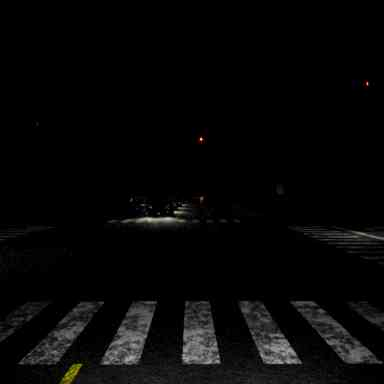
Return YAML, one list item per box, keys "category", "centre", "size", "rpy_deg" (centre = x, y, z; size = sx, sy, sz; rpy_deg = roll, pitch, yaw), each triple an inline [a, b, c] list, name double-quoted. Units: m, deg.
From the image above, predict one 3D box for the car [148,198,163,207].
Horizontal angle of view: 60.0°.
- category: "car"
  centre: [-5.518, 1.585, 50.416]
  size: [1.802, 1.307, 4.206]
  rpy_deg: [0, 0, 0]

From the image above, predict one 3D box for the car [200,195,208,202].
- category: "car"
  centre: [2.890, 1.453, 79.541]
  size: [1.801, 1.575, 5.366]
  rpy_deg: [0, 0, 0]

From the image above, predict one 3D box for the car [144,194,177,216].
- category: "car"
  centre: [-2.925, 1.354, 32.108]
  size: [2.097, 1.767, 4.553]
  rpy_deg: [0, 0, 2]

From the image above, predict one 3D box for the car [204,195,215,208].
- category: "car"
  centre: [2.969, 1.443, 44.693]
  size: [1.967, 1.590, 4.097]
  rpy_deg: [0, 0, 0]

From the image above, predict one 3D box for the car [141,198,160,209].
- category: "car"
  centre: [-5.556, 1.569, 44.747]
  size: [1.947, 1.339, 4.313]
  rpy_deg: [0, 0, 0]

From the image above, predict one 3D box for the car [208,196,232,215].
- category: "car"
  centre: [2.891, 1.442, 33.355]
  size: [1.967, 1.590, 4.097]
  rpy_deg: [0, 0, 0]

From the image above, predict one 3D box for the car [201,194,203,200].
- category: "car"
  centre: [3.087, 1.527, 61.870]
  size: [1.752, 1.417, 4.829]
  rpy_deg: [0, 0, 0]

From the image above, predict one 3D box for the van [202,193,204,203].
- category: "van"
  centre: [3.046, 1.344, 56.031]
  size: [1.690, 1.788, 3.998]
  rpy_deg: [0, 0, 0]

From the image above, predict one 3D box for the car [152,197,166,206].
- category: "car"
  centre: [-5.479, 1.569, 56.084]
  size: [1.947, 1.339, 4.313]
  rpy_deg: [0, 0, 0]

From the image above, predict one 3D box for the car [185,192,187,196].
- category: "car"
  centre: [-2.629, 1.354, 62.398]
  size: [2.097, 1.767, 4.553]
  rpy_deg: [0, 0, 1]

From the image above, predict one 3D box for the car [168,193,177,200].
- category: "car"
  centre: [-5.246, 1.307, 90.093]
  size: [2.192, 1.841, 5.009]
  rpy_deg: [0, 0, 0]

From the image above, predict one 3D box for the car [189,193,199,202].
- category: "car"
  centre: [0.501, 1.186, 73.739]
  size: [2.097, 1.767, 4.553]
  rpy_deg: [0, 0, 0]

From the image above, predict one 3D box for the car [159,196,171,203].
- category: "car"
  centre: [-5.401, 1.567, 67.420]
  size: [1.947, 1.339, 4.313]
  rpy_deg: [0, 0, 0]

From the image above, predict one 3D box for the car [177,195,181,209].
- category: "car"
  centre: [-2.815, 1.481, 42.045]
  size: [1.882, 1.535, 5.008]
  rpy_deg: [0, 0, 1]

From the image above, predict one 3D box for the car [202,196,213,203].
- category: "car"
  centre: [3.124, 1.552, 67.370]
  size: [2.008, 1.369, 4.403]
  rpy_deg: [0, 0, 0]

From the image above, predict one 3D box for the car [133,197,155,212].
- category: "car"
  centre: [-5.596, 1.443, 39.079]
  size: [1.967, 1.590, 4.097]
  rpy_deg: [0, 0, 0]

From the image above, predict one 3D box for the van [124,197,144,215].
- category: "van"
  centre: [-5.635, 1.343, 33.411]
  size: [1.690, 1.788, 3.998]
  rpy_deg: [0, 0, 0]

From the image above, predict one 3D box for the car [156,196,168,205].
- category: "car"
  centre: [-5.441, 1.527, 61.582]
  size: [1.752, 1.417, 4.829]
  rpy_deg: [0, 0, 0]

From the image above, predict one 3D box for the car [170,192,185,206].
- category: "car"
  centre: [-2.741, 1.225, 52.172]
  size: [2.150, 2.045, 5.566]
  rpy_deg: [0, 0, 1]

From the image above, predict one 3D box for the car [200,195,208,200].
- category: "car"
  centre: [3.280, 1.558, 90.047]
  size: [1.947, 1.339, 4.313]
  rpy_deg: [0, 0, 0]

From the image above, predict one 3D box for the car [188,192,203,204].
- category: "car"
  centre: [0.430, 1.223, 63.379]
  size: [2.150, 2.045, 5.566]
  rpy_deg: [0, 0, 0]
